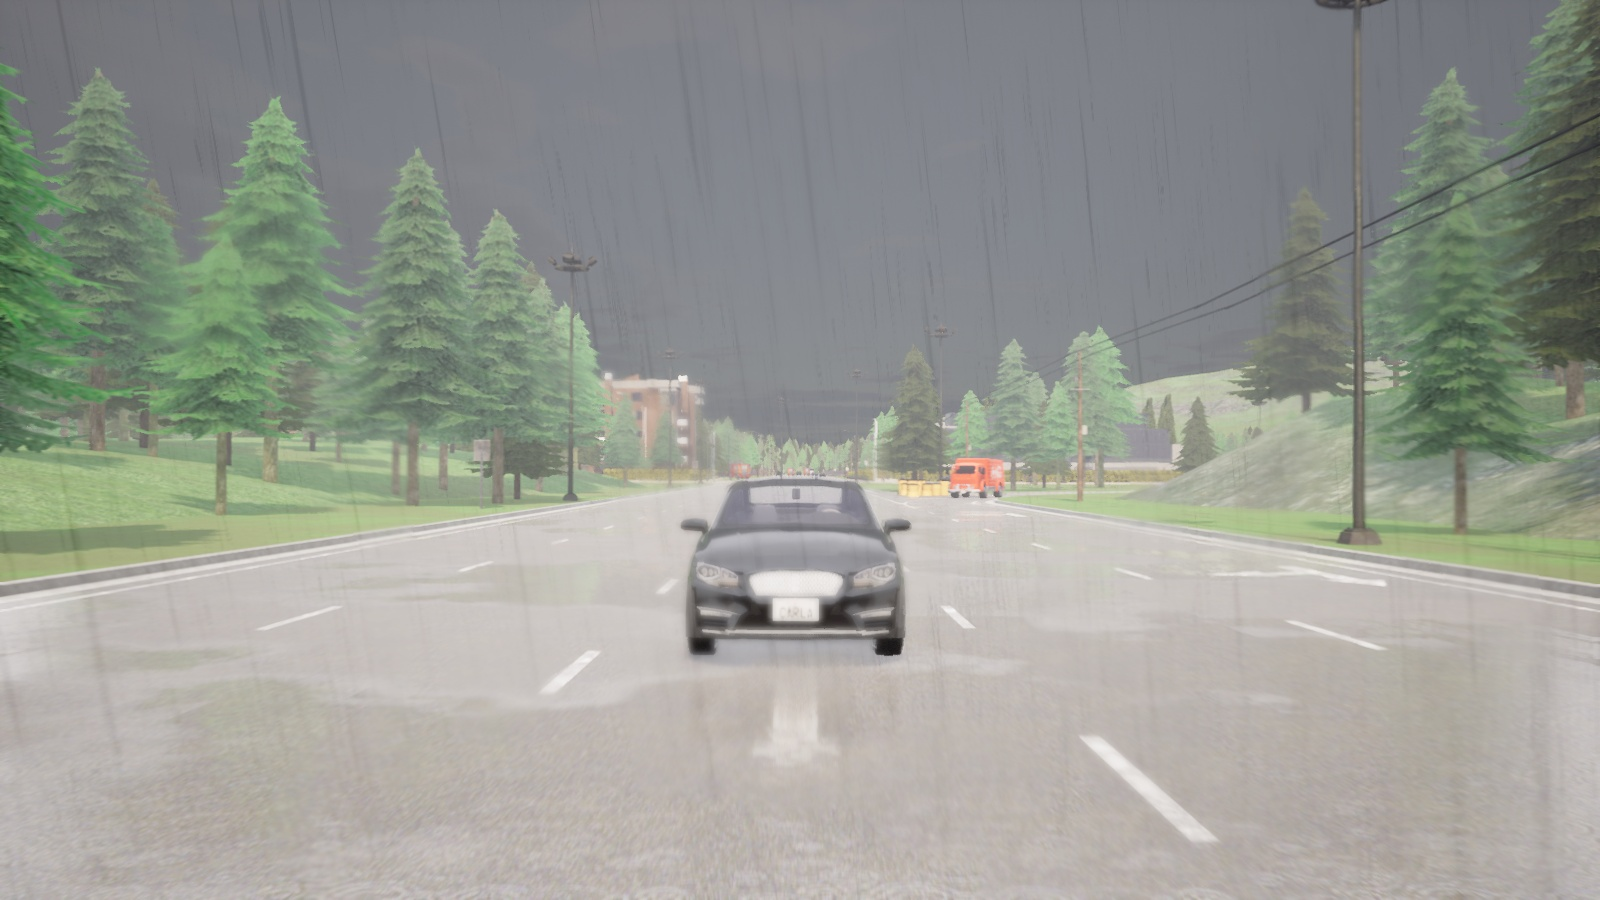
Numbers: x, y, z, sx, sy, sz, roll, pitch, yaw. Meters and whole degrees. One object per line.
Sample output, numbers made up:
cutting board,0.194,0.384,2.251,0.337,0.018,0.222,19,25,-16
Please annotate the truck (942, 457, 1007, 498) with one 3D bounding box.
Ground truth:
truck,10.966,1.686,78.580,2.627,2.467,5.204,-1,-1,25

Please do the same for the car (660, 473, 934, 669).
car,-0.030,0.991,12.232,2.128,1.511,4.902,0,-1,0
